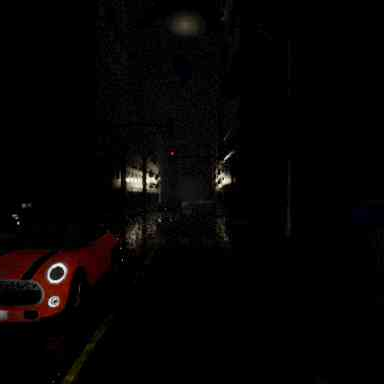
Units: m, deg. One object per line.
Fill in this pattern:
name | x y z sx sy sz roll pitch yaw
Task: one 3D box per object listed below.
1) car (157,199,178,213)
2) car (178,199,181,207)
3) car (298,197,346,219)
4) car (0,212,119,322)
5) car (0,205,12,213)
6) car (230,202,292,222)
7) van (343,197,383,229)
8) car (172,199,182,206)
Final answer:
car | -3.162 1.891 41.387 1.994 1.385 4.181 0 0 0
car | -3.171 1.956 50.714 2.033 1.411 5.357 0 -1 1
car | 12.035 1.351 29.435 5.009 1.841 2.192 -1 1 0
car | -3.123 1.412 7.618 2.097 1.767 4.553 0 0 0
car | -13.890 1.700 23.457 4.553 1.767 2.097 -1 0 0
car | 5.650 1.599 27.574 5.008 1.535 1.882 -1 1 12
van | 12.072 1.370 20.911 3.998 1.788 1.690 -1 1 0
car | -3.116 2.188 70.629 1.895 1.301 4.718 0 -1 0
